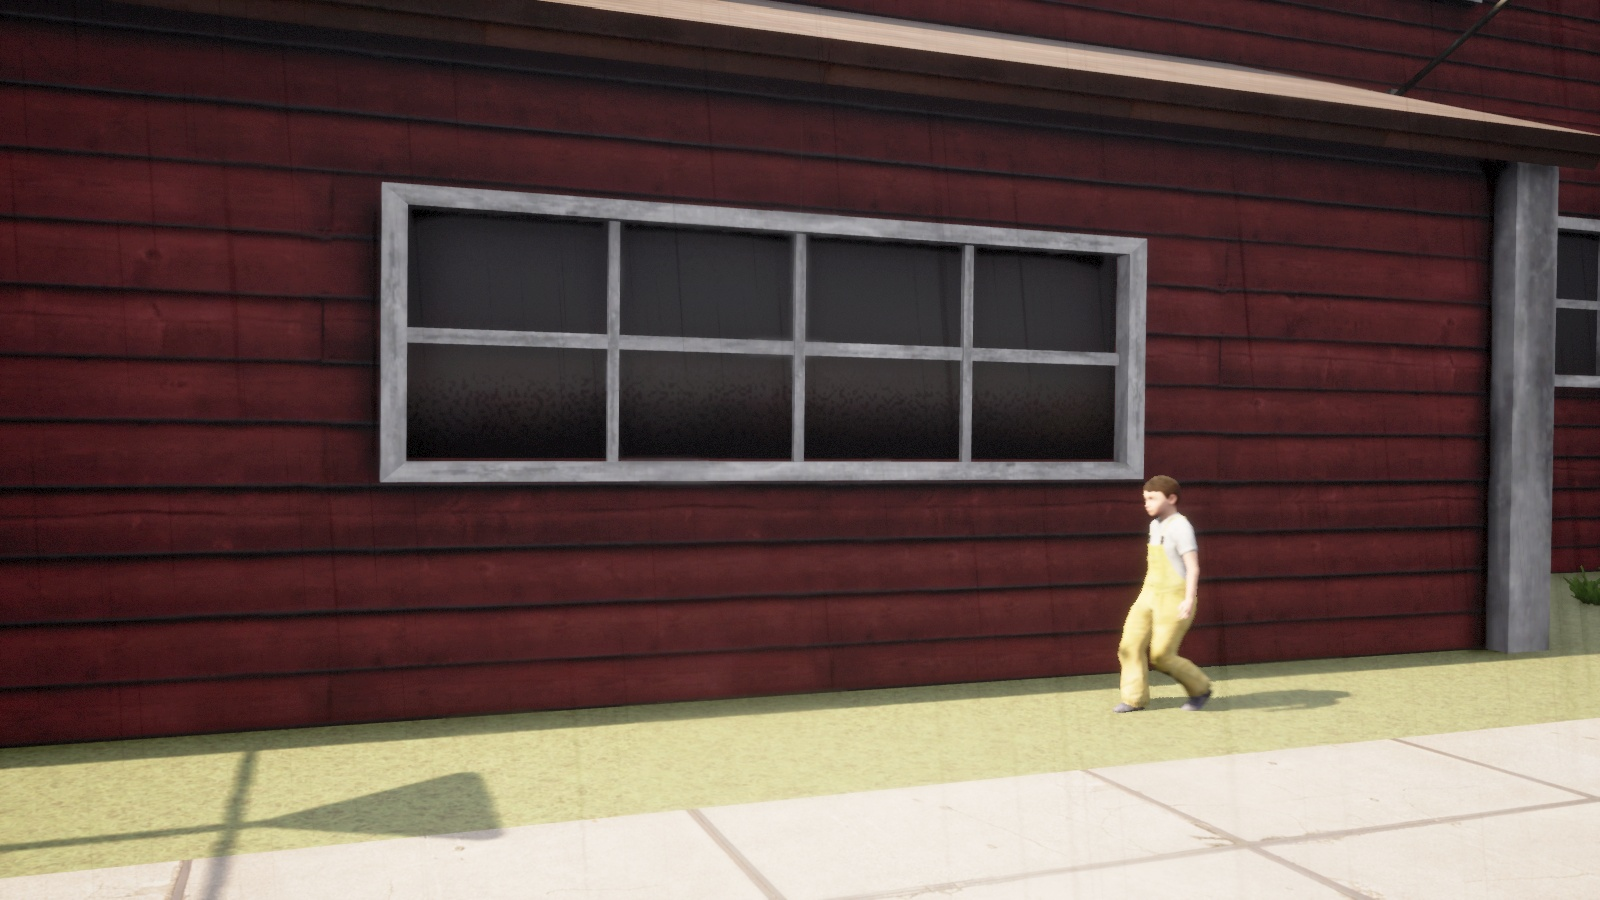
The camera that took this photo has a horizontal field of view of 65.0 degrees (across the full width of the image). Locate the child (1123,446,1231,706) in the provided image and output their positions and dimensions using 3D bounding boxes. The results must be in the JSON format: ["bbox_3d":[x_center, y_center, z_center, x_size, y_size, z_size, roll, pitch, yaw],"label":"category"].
[{"bbox_3d":[1.900,0.617,6.335,0.437,1.263,0.270,-1,1,-18],"label":"child"}]
